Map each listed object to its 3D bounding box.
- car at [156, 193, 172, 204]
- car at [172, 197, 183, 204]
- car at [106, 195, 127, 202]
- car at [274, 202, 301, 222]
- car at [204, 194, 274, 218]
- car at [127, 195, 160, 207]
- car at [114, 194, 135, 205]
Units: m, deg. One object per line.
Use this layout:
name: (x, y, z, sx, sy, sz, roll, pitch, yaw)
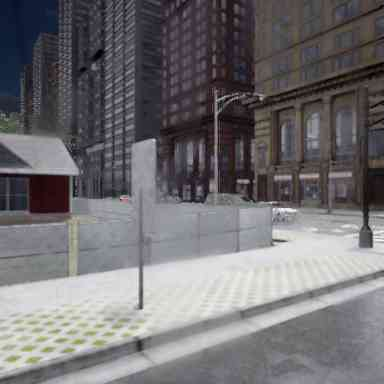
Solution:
car: (-5.733, 1.197, 49.468, 2.150, 2.045, 5.566, 0, 0, -35)
car: (-3.305, 1.475, 51.673, 2.128, 1.511, 4.902, 0, 0, -35)
car: (-10.233, 1.468, 44.380, 1.837, 1.490, 4.892, 0, -1, -35)
car: (6.365, 1.499, 26.354, 1.812, 1.442, 4.674, 0, 0, -35)
car: (3.148, 1.187, 25.278, 2.150, 2.045, 5.566, 0, 0, -35)
car: (-6.617, 1.475, 44.869, 1.837, 1.490, 4.892, 0, -1, -35)
car: (-11.834, 1.326, 58.072, 2.097, 1.767, 4.553, 0, 0, -35)
